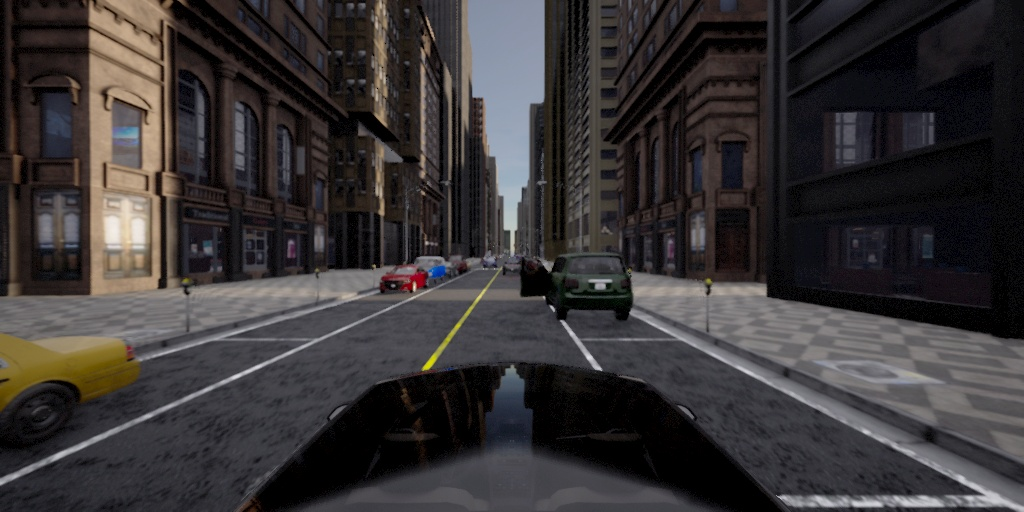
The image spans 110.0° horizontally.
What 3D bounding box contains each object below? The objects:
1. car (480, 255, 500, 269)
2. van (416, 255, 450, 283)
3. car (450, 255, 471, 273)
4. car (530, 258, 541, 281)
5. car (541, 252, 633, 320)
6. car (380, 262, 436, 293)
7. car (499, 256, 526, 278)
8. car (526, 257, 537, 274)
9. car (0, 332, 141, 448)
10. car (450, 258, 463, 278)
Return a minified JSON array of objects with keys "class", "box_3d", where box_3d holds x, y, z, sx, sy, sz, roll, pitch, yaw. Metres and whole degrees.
[{"class":"car","box_3d":[-3.005,0.969,50.214,1.812,1.442,4.674,0,0,0]},{"class":"van","box_3d":[-5.761,0.941,25.244,1.690,1.789,3.998,0,0,0]},{"class":"car","box_3d":[-5.761,0.844,36.481,2.192,1.841,5.009,0,0,0]},{"class":"car","box_3d":[2.764,1.090,31.044,1.751,1.417,4.829,0,0,0]},{"class":"car","box_3d":[2.395,0.902,12.409,2.150,2.045,5.566,0,0,0]},{"class":"car","box_3d":[-5.762,1.180,19.626,1.888,1.381,4.507,0,0,0]},{"class":"car","box_3d":[0.039,1.028,35.483,2.128,1.511,4.902,0,0,1]},{"class":"car","box_3d":[2.764,1.077,42.112,1.802,1.307,4.207,0,0,0]},{"class":"car","box_3d":[-5.762,1.268,2.601,1.751,1.417,4.829,0,0,0]},{"class":"car","box_3d":[-5.761,1.115,30.862,2.007,1.370,4.403,0,0,0]}]
